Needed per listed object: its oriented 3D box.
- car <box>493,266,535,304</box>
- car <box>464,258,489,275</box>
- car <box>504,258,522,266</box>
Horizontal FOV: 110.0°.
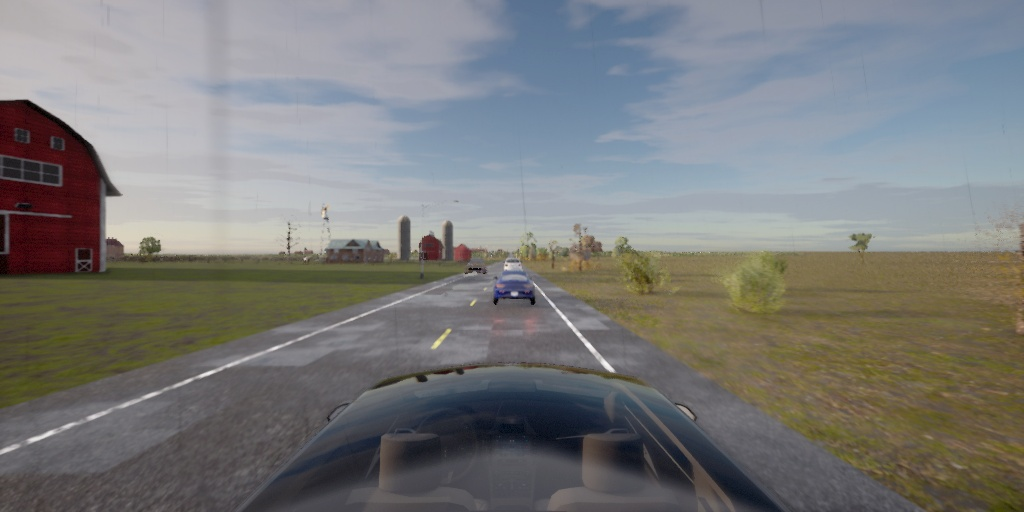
[{"bbox_3d":[0.103,1.395,17.056,1.812,1.442,4.674,0,0,0],"label":"car"},{"bbox_3d":[-3.489,0.980,35.666,2.097,1.767,4.553,0,0,0],"label":"car"},{"bbox_3d":[0.115,1.309,46.253,2.150,2.045,5.566,0,0,0],"label":"car"}]
